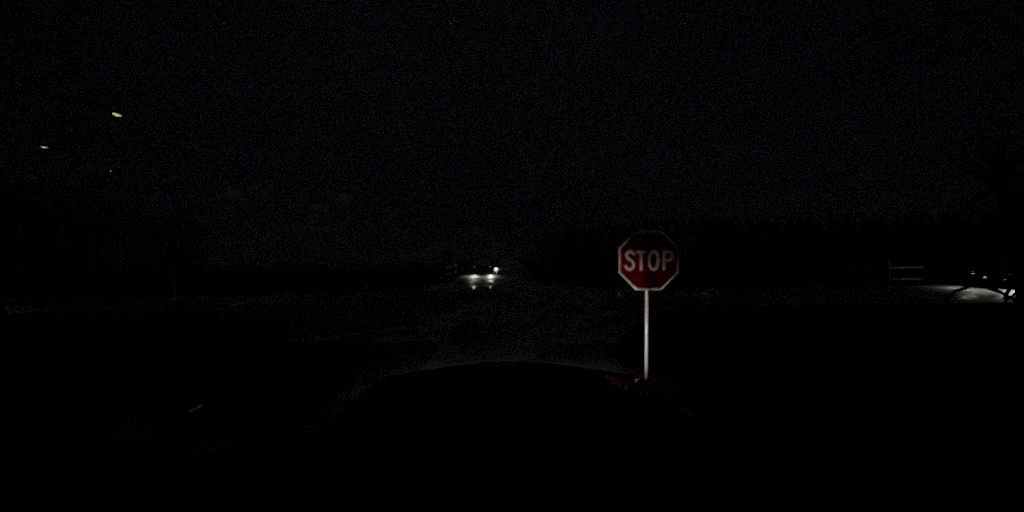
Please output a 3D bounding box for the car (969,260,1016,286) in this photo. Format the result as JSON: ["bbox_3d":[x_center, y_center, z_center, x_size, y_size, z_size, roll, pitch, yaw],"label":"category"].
[{"bbox_3d":[25.035,0.743,17.136,4.892,1.490,1.837,-1,0,0],"label":"car"}]

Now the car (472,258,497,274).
[{"bbox_3d":[-2.842,0.981,35.974,1.882,1.535,5.008,0,1,0],"label":"car"}]

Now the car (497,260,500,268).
[{"bbox_3d":[-2.823,0.960,52.192,1.994,1.385,4.181,0,0,0],"label":"car"}]
